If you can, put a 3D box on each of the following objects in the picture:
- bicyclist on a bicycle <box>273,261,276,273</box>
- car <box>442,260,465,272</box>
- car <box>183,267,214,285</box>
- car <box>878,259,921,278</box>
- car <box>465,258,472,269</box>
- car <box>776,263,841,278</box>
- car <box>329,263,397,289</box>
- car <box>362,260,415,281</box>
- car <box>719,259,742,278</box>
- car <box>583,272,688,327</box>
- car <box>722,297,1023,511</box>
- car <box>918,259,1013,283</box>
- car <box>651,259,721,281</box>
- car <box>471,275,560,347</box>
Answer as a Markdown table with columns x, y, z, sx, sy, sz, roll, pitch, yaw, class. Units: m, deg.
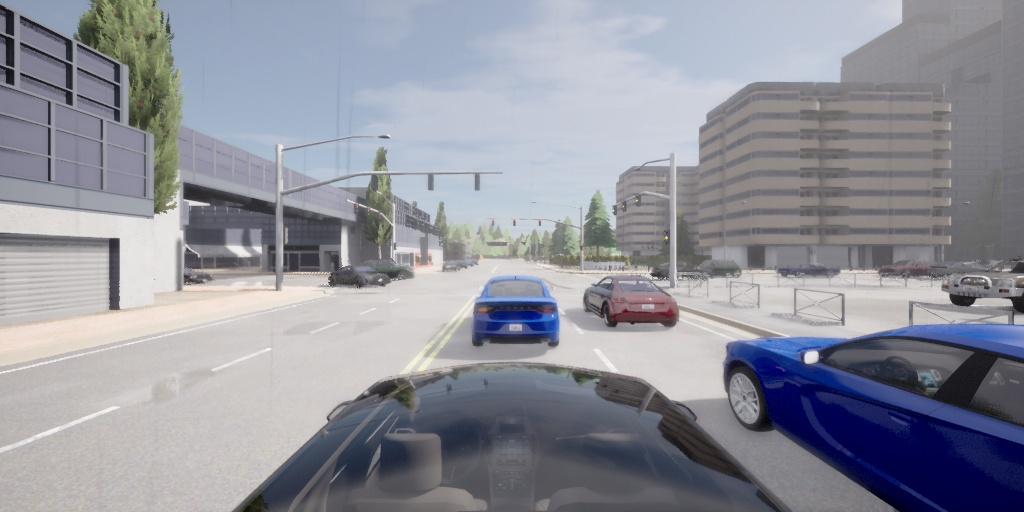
| x | y | z | sx | sy | sz | roll | pitch | yaw | class |
| --- | --- | --- | --- | --- | --- | --- | --- | --- | --- |
| -25.855 | 1.053 | 39.601 | 0.582 | 1.620 | 1.656 | 0 | 0 | -1 | bicyclist on a bicycle |
| -7.866 | 1.242 | 46.786 | 2.128 | 1.511 | 4.902 | 0 | 0 | 0 | car |
| -23.791 | 1.297 | 24.644 | 5.357 | 1.411 | 2.033 | 0 | 0 | -1 | car |
| 37.457 | 1.102 | 33.749 | 4.553 | 1.767 | 2.097 | 0 | 0 | -1 | car |
| -8.008 | 1.314 | 56.746 | 1.994 | 1.385 | 4.181 | 0 | 0 | -1 | car |
| 27.661 | 1.351 | 33.558 | 4.718 | 1.301 | 1.895 | 0 | 0 | -1 | car |
| -9.835 | 1.314 | 23.110 | 4.181 | 1.385 | 1.994 | 0 | 0 | 30 | car |
| -10.258 | 1.101 | 29.102 | 4.553 | 1.767 | 2.097 | 0 | 0 | -12 | car |
| 18.674 | 1.102 | 33.369 | 4.553 | 1.767 | 2.097 | 0 | 0 | -1 | car |
| 3.598 | 1.314 | 11.529 | 1.994 | 1.385 | 4.181 | 0 | 0 | 0 | car |
| 3.602 | 1.228 | 2.546 | 1.882 | 1.535 | 5.008 | 0 | 0 | 0 | car |
| 37.926 | 1.241 | 30.073 | 4.902 | 1.511 | 2.128 | 0 | 0 | -1 | car |
| 14.025 | 1.255 | 29.554 | 4.892 | 1.490 | 1.837 | 0 | 0 | -1 | car |
| 0.091 | 1.228 | 9.396 | 1.882 | 1.535 | 5.008 | 0 | 0 | 0 | car |
